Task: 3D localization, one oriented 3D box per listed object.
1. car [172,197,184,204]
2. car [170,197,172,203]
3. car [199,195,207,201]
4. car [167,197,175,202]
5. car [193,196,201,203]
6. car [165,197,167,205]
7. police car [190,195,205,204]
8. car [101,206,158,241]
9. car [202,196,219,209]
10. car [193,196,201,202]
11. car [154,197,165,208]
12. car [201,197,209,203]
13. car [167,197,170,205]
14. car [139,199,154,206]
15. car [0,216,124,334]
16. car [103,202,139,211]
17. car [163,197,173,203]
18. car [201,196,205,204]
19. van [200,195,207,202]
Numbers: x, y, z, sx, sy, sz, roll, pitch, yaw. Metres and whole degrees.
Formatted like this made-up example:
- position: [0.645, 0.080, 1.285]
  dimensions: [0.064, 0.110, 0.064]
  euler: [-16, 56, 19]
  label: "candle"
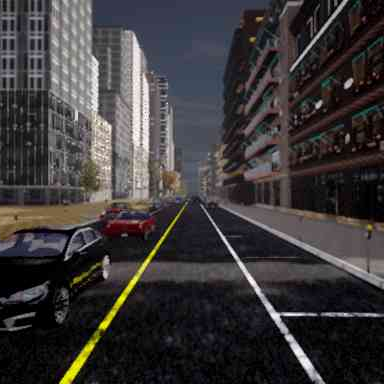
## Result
- position: [-2.722, 1.722, 66.807]
  dimensions: [1.812, 1.442, 4.674]
  euler: [0, 0, 1]
  label: "car"
- position: [-5.416, 1.730, 64.030]
  dimensions: [1.887, 1.381, 4.507]
  euler: [0, 0, 0]
  label: "car"
- position: [3.087, 1.757, 91.656]
  dimensions: [1.967, 1.590, 4.097]
  euler: [0, 0, 0]
  label: "car"
- position: [-5.318, 1.855, 86.162]
  dimensions: [1.802, 1.307, 4.206]
  euler: [0, 0, 0]
  label: "car"
- position: [1.239, 1.713, 78.393]
  dimensions: [1.801, 1.575, 5.366]
  euler: [0, 0, 0]
  label: "car"
- position: [-5.465, 1.586, 52.967]
  dimensions: [1.967, 1.590, 4.097]
  euler: [0, 0, 0]
  label: "car"
- position: [1.102, 1.642, 68.338]
  dimensions: [1.930, 1.638, 5.238]
  euler: [0, 0, 2]
  label: "police car"
- position: [-3.027, 1.640, 17.163]
  dimensions: [1.895, 1.301, 4.718]
  euler: [0, 0, 0]
  label: "car"
- position: [2.890, 1.699, 47.396]
  dimensions: [2.008, 1.369, 4.403]
  euler: [0, 0, 0]
  label: "car"
- position: [1.265, 1.759, 84.203]
  dimensions: [1.882, 1.535, 5.008]
  euler: [0, 0, 0]
  label: "car"
- position: [-5.490, 1.678, 47.434]
  dimensions: [2.008, 1.369, 4.403]
  euler: [0, 0, 0]
  label: "car"
- position: [3.038, 1.853, 80.591]
  dimensions: [1.802, 1.307, 4.206]
  euler: [0, 0, 0]
  label: "car"
- position: [-5.441, 1.716, 58.498]
  dimensions: [2.008, 1.369, 4.403]
  euler: [0, 0, 0]
  label: "car"
- position: [-5.540, 1.615, 36.199]
  dimensions: [1.752, 1.417, 4.829]
  euler: [0, 0, 0]
  label: "car"
- position: [-3.080, 1.503, 7.084]
  dimensions: [2.128, 1.511, 4.902]
  euler: [0, 0, 0]
  label: "car"
- position: [-5.589, 1.496, 25.303]
  dimensions: [1.967, 1.590, 4.097]
  euler: [0, 0, 0]
  label: "car"
- position: [-5.367, 1.752, 74.926]
  dimensions: [1.752, 1.417, 4.829]
  euler: [0, 0, 0]
  label: "car"
- position: [2.915, 1.718, 52.928]
  dimensions: [2.008, 1.369, 4.403]
  euler: [0, 0, 0]
  label: "car"
- position: [3.063, 1.635, 86.124]
  dimensions: [1.690, 1.788, 3.998]
  euler: [0, 0, 0]
  label: "van"
